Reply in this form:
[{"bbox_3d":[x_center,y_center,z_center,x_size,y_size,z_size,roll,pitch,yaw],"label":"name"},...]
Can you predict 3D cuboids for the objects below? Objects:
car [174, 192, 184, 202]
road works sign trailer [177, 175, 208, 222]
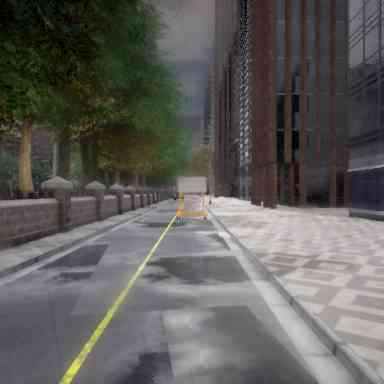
[{"bbox_3d":[-2.999,1.126,76.680,2.150,2.045,5.566,0,0,0],"label":"car"},{"bbox_3d":[0.001,0.464,26.457,2.380,3.560,2.880,0,0,0],"label":"road works sign trailer"}]
